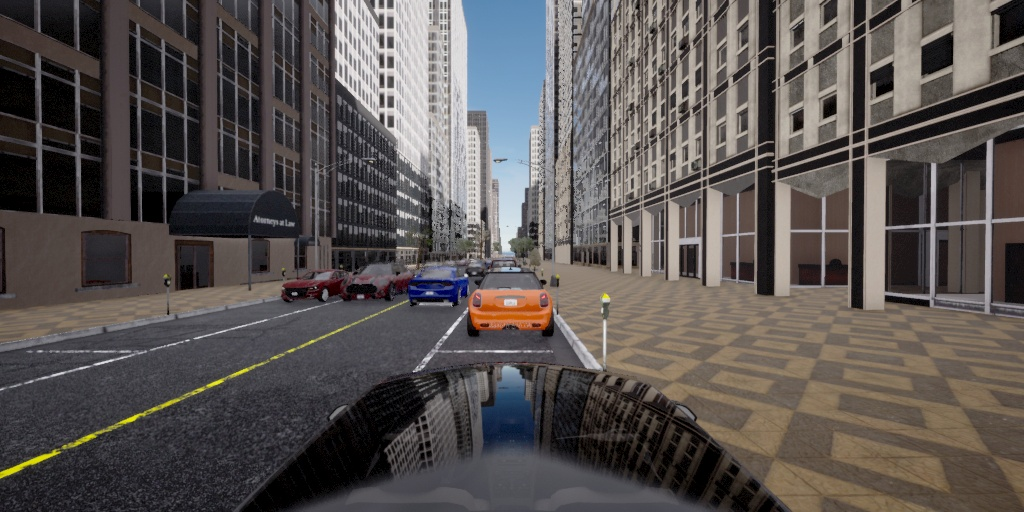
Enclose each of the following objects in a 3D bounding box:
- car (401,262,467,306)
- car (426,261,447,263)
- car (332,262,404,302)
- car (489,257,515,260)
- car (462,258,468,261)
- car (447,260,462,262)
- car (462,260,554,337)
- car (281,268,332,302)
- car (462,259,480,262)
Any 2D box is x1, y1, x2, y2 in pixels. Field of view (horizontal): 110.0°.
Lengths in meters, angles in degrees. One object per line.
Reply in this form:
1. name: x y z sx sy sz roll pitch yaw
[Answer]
1. car: -3.045 1.225 15.719 1.882 1.535 5.008 0 0 0
2. car: -8.837 1.293 39.574 2.007 1.370 4.403 0 0 0
3. car: -6.246 1.099 17.044 2.097 1.767 4.553 0 0 0
4. car: -0.457 1.061 22.523 2.192 1.841 5.009 0 0 0
5. car: -8.837 1.319 62.308 1.802 1.307 4.207 0 0 0
6. car: -8.837 1.291 50.940 2.007 1.370 4.403 0 0 0
7. car: -0.033 1.101 10.471 2.097 1.767 4.553 0 0 0
8. car: -8.837 1.292 16.839 1.888 1.381 4.507 0 0 0
9. car: -3.160 1.270 32.373 1.812 1.442 4.674 0 0 0
